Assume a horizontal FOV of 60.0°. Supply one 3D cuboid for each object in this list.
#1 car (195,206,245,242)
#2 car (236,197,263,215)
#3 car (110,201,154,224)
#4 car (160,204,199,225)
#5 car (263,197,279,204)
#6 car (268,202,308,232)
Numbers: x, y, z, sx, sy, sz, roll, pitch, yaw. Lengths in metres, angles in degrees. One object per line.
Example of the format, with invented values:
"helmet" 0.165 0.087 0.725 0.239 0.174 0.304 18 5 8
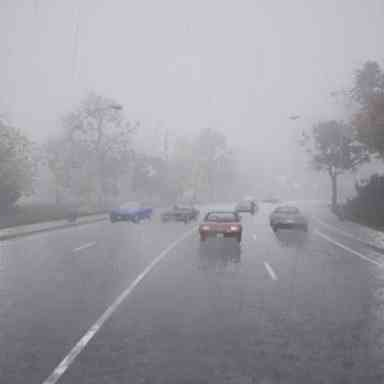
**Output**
"car" 1.544 1.587 16.524 1.895 1.301 4.718 0 0 8
"car" 5.620 1.531 33.806 2.033 1.411 5.357 0 0 18
"car" -4.275 1.427 24.348 1.882 1.535 5.008 0 0 12
"car" -0.798 1.567 24.049 1.895 1.301 4.718 0 0 12
"car" 14.637 1.586 61.852 1.895 1.301 4.718 0 0 33
"car" 5.802 1.565 20.301 1.994 1.385 4.181 0 0 10
